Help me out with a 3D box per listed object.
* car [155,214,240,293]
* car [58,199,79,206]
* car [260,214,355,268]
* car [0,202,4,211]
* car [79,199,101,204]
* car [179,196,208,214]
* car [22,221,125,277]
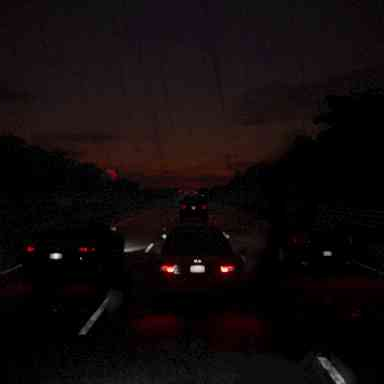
[{"bbox_3d":[0.109,1.555,8.992,2.033,1.411,5.357,0,0,0],"label":"car"},{"bbox_3d":[-17.480,1.712,47.560,2.128,1.511,4.902,0,-1,1],"label":"car"},{"bbox_3d":[3.610,1.492,11.309,1.882,1.535,5.008,0,0,0],"label":"car"},{"bbox_3d":[-21.059,1.476,33.516,2.097,1.767,4.553,0,0,0],"label":"car"},{"bbox_3d":[-13.984,1.740,47.095,1.812,1.442,4.674,0,-1,1],"label":"car"},{"bbox_3d":[0.128,1.315,27.624,2.150,2.045,5.566,0,0,0],"label":"car"},{"bbox_3d":[-3.389,1.575,10.283,1.994,1.385,4.181,0,0,0],"label":"car"}]
